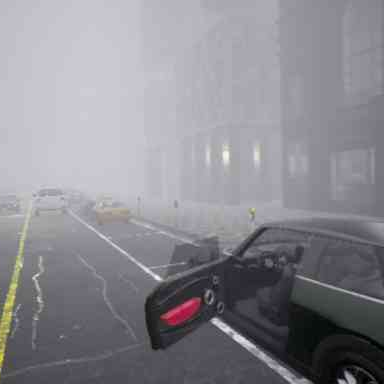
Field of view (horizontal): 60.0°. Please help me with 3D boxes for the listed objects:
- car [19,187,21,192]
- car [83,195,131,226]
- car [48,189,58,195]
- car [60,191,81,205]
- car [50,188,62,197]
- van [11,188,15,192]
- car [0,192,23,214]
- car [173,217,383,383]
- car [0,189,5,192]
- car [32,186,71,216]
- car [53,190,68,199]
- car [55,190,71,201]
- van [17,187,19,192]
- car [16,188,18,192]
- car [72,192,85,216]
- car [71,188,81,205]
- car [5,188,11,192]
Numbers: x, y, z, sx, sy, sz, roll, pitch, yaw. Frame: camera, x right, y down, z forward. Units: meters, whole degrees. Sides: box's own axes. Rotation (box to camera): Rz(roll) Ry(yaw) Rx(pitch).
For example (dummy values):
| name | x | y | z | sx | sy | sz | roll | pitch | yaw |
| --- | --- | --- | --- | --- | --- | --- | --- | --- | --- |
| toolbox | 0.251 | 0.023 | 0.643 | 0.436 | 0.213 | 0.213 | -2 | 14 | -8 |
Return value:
| name | x | y | z | sx | sy | sz | roll | pitch | yaw |
| --- | --- | --- | --- | --- | --- | --- | --- | --- | --- |
| car | -43.822 | -0.006 | 81.433 | 1.967 | 1.590 | 4.097 | -3 | 2 | -25 |
| car | -4.814 | 1.008 | 19.040 | 1.752 | 1.417 | 4.829 | -3 | 2 | -25 |
| car | -31.293 | -0.042 | 74.902 | 1.947 | 1.339 | 4.313 | -3 | 2 | -25 |
| car | -14.395 | 0.652 | 39.257 | 1.947 | 1.339 | 4.313 | -3 | 2 | -25 |
| car | -26.469 | 0.029 | 64.713 | 1.967 | 1.590 | 4.097 | -3 | 2 | -25 |
| van | -34.169 | 0.286 | 61.060 | 1.690 | 1.788 | 3.998 | -3 | 2 | -25 |
| car | -15.486 | 1.029 | 27.925 | 1.812 | 1.442 | 4.674 | -3 | 2 | -25 |
| car | 1.611 | 1.130 | 4.606 | 2.097 | 1.767 | 4.553 | -3 | 2 | -25 |
| car | -24.509 | 0.783 | 40.694 | 1.967 | 1.590 | 4.097 | -3 | 2 | -25 |
| car | -11.051 | 0.661 | 25.875 | 2.150 | 2.045 | 5.566 | -3 | 2 | -25 |
| car | -21.638 | 0.353 | 54.534 | 1.947 | 1.339 | 4.313 | -3 | 2 | -25 |
| car | -19.224 | 0.432 | 49.441 | 1.887 | 1.381 | 4.507 | -3 | 2 | -25 |
| van | -41.411 | -0.008 | 76.338 | 1.690 | 1.788 | 3.998 | -3 | 2 | -25 |
| car | -38.990 | 0.299 | 71.252 | 2.008 | 1.369 | 4.403 | -3 | 2 | -25 |
| car | -7.154 | 0.936 | 23.980 | 2.008 | 1.369 | 4.403 | -3 | 2 | -25 |
| car | -11.985 | 0.626 | 34.160 | 1.967 | 1.590 | 4.097 | -3 | 2 | -25 |
| car | -29.337 | 0.584 | 50.879 | 1.967 | 1.590 | 4.097 | -3 | 2 | -25 |
